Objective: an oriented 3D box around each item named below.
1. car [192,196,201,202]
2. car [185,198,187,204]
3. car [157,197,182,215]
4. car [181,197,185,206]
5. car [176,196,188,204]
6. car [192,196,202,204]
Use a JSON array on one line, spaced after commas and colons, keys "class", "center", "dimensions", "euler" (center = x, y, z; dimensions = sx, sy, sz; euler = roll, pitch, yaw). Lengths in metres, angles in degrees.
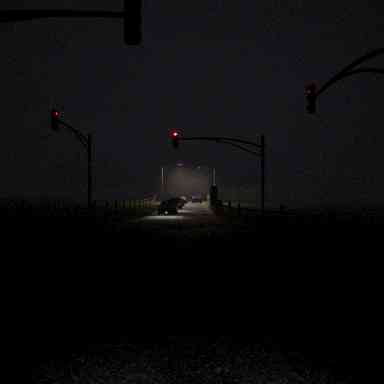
[{"class": "car", "center": [1.090, 1.617, 75.940], "dimensions": [1.895, 1.301, 4.718], "euler": [0, 0, 1]}, {"class": "car", "center": [-2.104, 1.560, 53.794], "dimensions": [2.033, 1.411, 5.357], "euler": [0, 0, 1]}, {"class": "car", "center": [-2.402, 1.553, 34.169], "dimensions": [2.033, 1.411, 5.357], "euler": [0, 0, 0]}, {"class": "car", "center": [-2.251, 1.514, 43.946], "dimensions": [1.837, 1.490, 4.892], "euler": [0, 0, 1]}, {"class": "car", "center": [-1.903, 1.581, 63.799], "dimensions": [1.994, 1.385, 4.181], "euler": [0, 0, 2]}, {"class": "car", "center": [1.029, 1.495, 65.906], "dimensions": [1.882, 1.535, 5.008], "euler": [0, 0, 1]}]
